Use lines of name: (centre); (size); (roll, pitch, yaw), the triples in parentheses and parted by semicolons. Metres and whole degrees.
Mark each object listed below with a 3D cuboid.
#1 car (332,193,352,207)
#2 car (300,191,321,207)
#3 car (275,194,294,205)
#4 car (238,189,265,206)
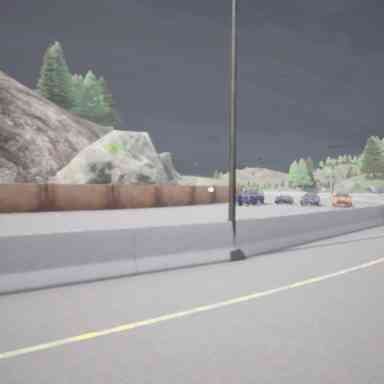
car: (18.223, 0.875, 40.275); (2.097, 1.767, 4.553); (1, 1, 26)
car: (14.651, 0.831, 40.917); (2.097, 1.767, 4.553); (1, 1, 26)
car: (12.289, 0.971, 43.984); (1.994, 1.385, 4.181); (1, 1, 25)
car: (7.641, 0.608, 42.398); (2.150, 2.045, 5.566); (1, 1, 28)
